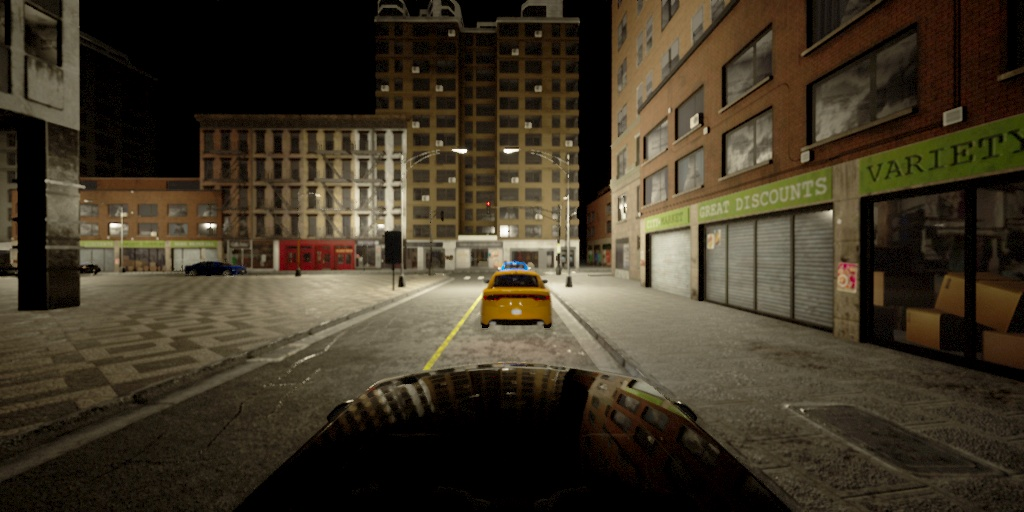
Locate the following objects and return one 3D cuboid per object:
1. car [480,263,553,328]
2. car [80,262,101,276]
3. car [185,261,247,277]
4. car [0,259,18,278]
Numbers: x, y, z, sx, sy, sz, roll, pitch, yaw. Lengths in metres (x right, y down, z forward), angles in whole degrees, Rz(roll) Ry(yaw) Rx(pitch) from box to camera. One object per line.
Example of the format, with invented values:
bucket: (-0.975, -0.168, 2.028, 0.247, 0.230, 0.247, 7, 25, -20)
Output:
car: (0.122, 1.169, 11.099, 1.882, 1.535, 5.008, 0, 1, 0)
car: (-45.568, 1.334, 37.009, 4.902, 1.511, 2.128, 0, 0, 0)
car: (-28.036, 1.222, 34.033, 5.008, 1.535, 1.882, 0, 0, -1)
car: (-49.345, 1.351, 33.909, 5.008, 1.535, 1.882, -1, 0, 0)
